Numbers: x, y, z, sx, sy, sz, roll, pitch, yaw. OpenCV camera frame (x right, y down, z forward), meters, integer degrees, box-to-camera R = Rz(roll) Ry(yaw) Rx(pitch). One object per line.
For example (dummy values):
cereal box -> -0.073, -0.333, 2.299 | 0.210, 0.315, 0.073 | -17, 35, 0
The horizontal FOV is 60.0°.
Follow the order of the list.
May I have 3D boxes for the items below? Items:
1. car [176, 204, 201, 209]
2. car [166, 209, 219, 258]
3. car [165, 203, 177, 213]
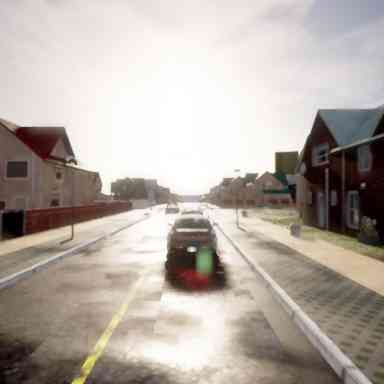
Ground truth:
car -> 0.020, 1.876, 28.487 | 2.128, 1.511, 4.902 | 0, -1, 0
car -> 0.021, 1.671, 13.476 | 1.837, 1.490, 4.892 | 0, 0, 0
car -> -2.758, 2.257, 47.510 | 2.033, 1.411, 5.357 | 0, -1, 0
